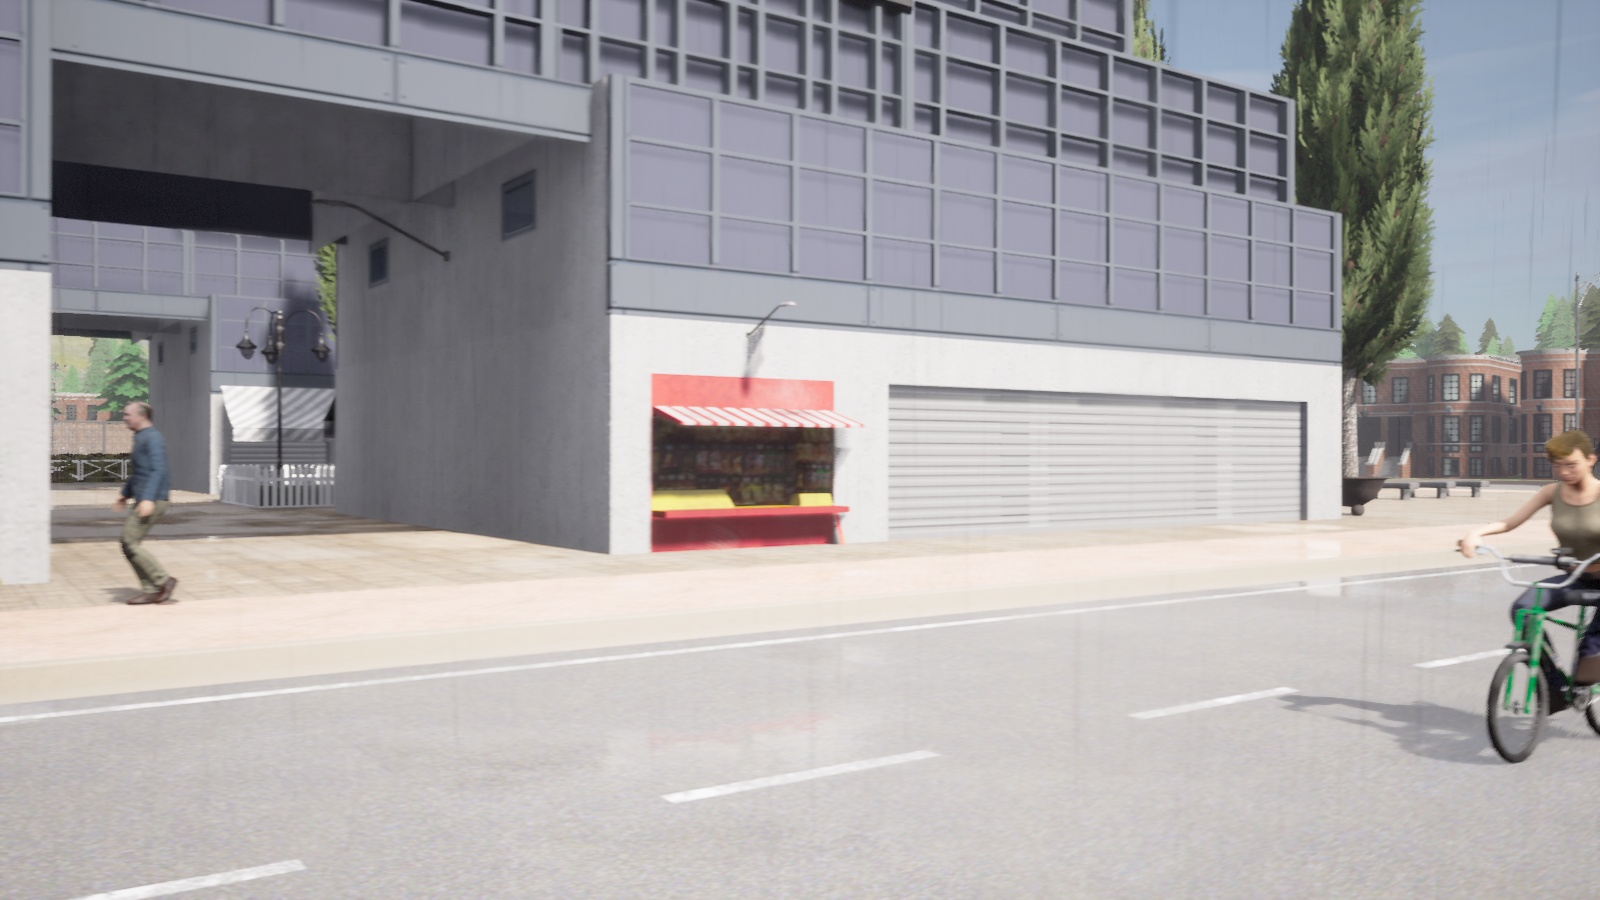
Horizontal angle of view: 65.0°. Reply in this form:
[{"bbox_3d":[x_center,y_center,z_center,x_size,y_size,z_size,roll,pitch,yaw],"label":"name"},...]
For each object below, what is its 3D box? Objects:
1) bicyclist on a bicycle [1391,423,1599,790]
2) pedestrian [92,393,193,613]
[{"bbox_3d":[3.801,0.689,6.299,1.509,1.612,0.866,0,0,-35],"label":"bicyclist on a bicycle"},{"bbox_3d":[-5.695,0.442,10.880,0.726,1.842,0.402,0,0,-37],"label":"pedestrian"}]
